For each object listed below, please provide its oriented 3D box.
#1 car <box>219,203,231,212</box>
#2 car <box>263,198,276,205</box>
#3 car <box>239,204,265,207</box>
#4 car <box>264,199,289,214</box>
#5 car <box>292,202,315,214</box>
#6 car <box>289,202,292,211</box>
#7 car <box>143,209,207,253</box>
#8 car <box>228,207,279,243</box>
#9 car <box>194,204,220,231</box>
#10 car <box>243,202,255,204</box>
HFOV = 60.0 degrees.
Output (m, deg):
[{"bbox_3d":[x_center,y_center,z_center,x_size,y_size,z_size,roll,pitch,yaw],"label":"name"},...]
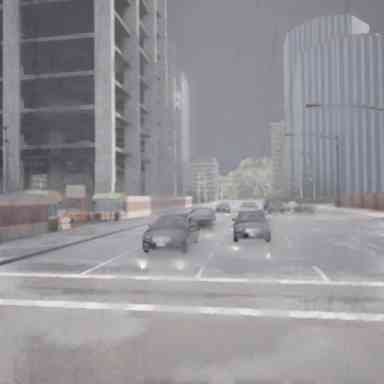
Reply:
[{"bbox_3d":[4.548,2.283,47.465,1.837,1.490,4.892,-1,-2,10],"label":"car"},{"bbox_3d":[12.895,2.015,54.521,2.150,2.045,5.566,-1,-1,9],"label":"car"},{"bbox_3d":[4.703,1.944,27.023,1.812,1.442,4.674,-1,-1,9],"label":"car"},{"bbox_3d":[11.287,2.132,44.574,2.128,1.511,4.902,-1,-1,9],"label":"car"},{"bbox_3d":[14.640,2.179,43.382,1.895,1.301,4.718,-1,-1,9],"label":"car"},{"bbox_3d":[16.146,2.256,53.249,1.812,1.442,4.674,-1,-1,9],"label":"car"},{"bbox_3d":[-0.786,1.771,15.075,2.128,1.511,4.902,-1,-1,9],"label":"car"},{"bbox_3d":[3.228,1.771,17.967,2.128,1.511,4.902,-1,-1,9],"label":"car"},{"bbox_3d":[0.734,1.901,24.447,1.882,1.535,5.008,-1,-1,9],"label":"car"},{"bbox_3d":[6.252,1.916,36.526,2.097,1.767,4.553,-1,-1,9],"label":"car"}]
